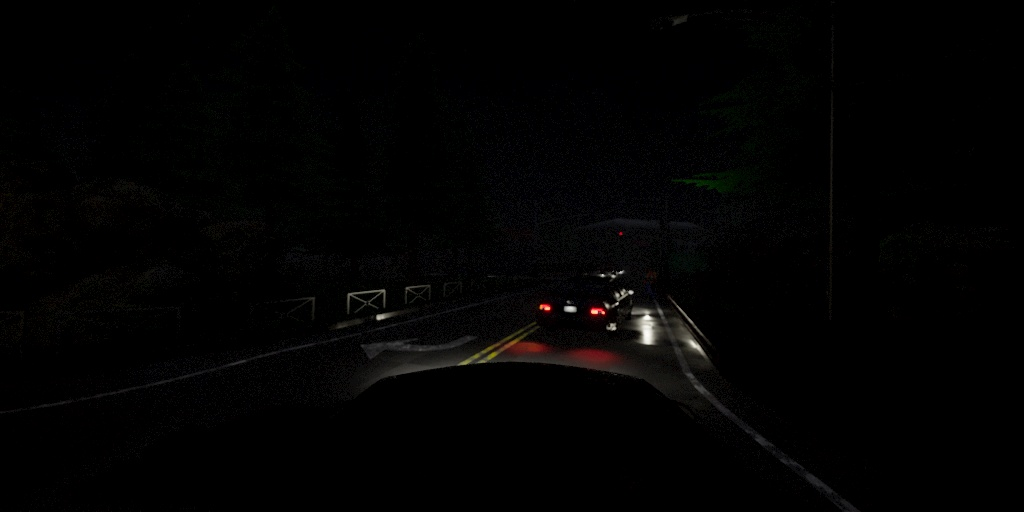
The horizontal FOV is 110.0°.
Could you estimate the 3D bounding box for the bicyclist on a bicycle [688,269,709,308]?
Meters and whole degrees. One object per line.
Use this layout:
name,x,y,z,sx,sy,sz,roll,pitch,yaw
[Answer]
bicyclist on a bicycle,7.892,1.372,15.111,1.656,1.620,0.582,1,-1,-34

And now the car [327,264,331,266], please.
car,-24.482,1.520,52.008,5.357,1.411,2.033,1,-1,23

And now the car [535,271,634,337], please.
car,2.316,1.287,10.293,2.033,1.411,5.357,1,-1,24

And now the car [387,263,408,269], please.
car,-14.716,1.671,48.166,4.181,1.385,1.994,1,-1,20

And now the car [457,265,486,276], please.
car,-5.320,1.805,44.757,4.181,1.385,1.994,1,-1,20

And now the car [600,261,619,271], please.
car,15.233,1.867,56.627,2.150,2.045,5.566,1,-1,20

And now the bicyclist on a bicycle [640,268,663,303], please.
bicyclist on a bicycle,6.448,1.360,16.495,1.656,1.620,0.582,1,-1,-31
